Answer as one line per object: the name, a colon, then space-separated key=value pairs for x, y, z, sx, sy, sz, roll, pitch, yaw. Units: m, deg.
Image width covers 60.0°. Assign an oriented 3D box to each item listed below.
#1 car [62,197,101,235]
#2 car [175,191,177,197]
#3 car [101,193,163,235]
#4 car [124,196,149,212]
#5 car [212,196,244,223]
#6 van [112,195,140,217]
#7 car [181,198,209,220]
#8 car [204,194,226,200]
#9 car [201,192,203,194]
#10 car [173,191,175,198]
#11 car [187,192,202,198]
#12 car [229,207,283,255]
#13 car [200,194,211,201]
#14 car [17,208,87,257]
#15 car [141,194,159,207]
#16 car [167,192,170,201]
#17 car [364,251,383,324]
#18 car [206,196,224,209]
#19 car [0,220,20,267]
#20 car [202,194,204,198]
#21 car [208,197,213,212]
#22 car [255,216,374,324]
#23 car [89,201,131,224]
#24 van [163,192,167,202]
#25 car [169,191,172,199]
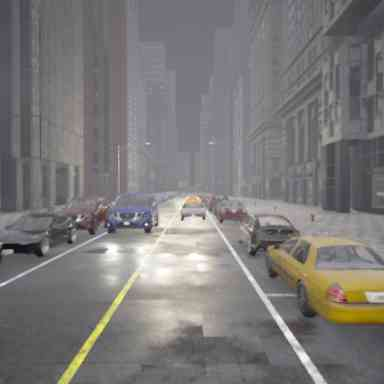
car: x=-5.766 y=1.200 z=18.239 sx=2.192 sy=1.841 sz=5.009 roll=0 pitch=0 yaw=0
car: x=-5.767 y=0.790 z=85.878 sx=2.192 sy=1.841 sz=5.009 roll=0 pitch=0 yaw=0
car: x=-3.096 y=1.104 z=18.528 sx=2.150 sy=2.045 sz=5.566 roll=0 pitch=0 yaw=0
car: x=-5.766 y=1.220 z=35.150 sx=1.967 sy=1.590 sz=4.097 roll=0 pitch=0 yaw=0
car: x=2.760 y=1.290 z=23.886 sx=1.967 sy=1.590 sz=4.097 roll=0 pitch=0 yaw=0
van: x=-5.766 y=1.156 z=29.513 sx=1.690 sy=1.788 sz=3.998 roll=0 pitch=0 yaw=0
car: x=0.101 y=1.435 z=26.441 sx=1.895 sy=1.301 sz=4.718 roll=0 pitch=0 yaw=0
car: x=2.759 y=1.095 z=35.159 sx=2.192 sy=1.841 sz=5.009 roll=0 pitch=0 yaw=0
car: x=2.759 y=1.080 z=57.704 sx=1.967 sy=1.590 sz=4.097 roll=0 pitch=0 yaw=0
car: x=-5.767 y=0.948 z=80.242 sx=1.967 sy=1.590 sz=4.097 roll=0 pitch=0 yaw=0
car: x=0.067 y=1.192 z=45.731 sx=1.882 sy=1.535 sz=5.008 roll=0 pitch=1 yaw=0
car: x=2.760 y=1.471 z=12.615 sx=2.008 sy=1.369 sz=4.403 roll=0 pitch=0 yaw=0
car: x=2.759 y=1.138 z=68.977 sx=1.947 sy=1.339 sz=4.313 roll=0 pitch=0 yaw=0
car: x=-5.765 y=1.486 z=12.604 sx=1.947 sy=1.339 sz=4.313 roll=0 pitch=0 yaw=0
car: x=-5.766 y=1.150 z=46.424 sx=1.967 sy=1.590 sz=4.097 roll=0 pitch=0 yaw=0
car: x=-5.766 y=1.132 z=63.164 sx=1.752 sy=1.417 sz=4.829 roll=0 pitch=0 yaw=0
car: x=2.760 y=1.431 z=1.342 sx=1.967 sy=1.590 sz=4.097 roll=0 pitch=0 yaw=0
car: x=2.760 y=1.290 z=40.797 sx=1.887 sy=1.381 sz=4.507 roll=0 pitch=0 yaw=0
car: x=-5.765 y=1.522 z=6.968 sx=1.947 sy=1.339 sz=4.313 roll=0 pitch=0 yaw=0
car: x=2.760 y=1.276 z=46.433 sx=1.947 sy=1.339 sz=4.313 roll=0 pitch=0 yaw=0
car: x=2.760 y=1.381 z=29.524 sx=1.947 sy=1.339 sz=4.313 roll=0 pitch=0 yaw=0
car: x=2.760 y=1.480 z=7.149 sx=1.752 sy=1.417 sz=4.829 roll=0 pitch=0 yaw=0
car: x=-5.765 y=1.395 z=23.878 sx=1.887 sy=1.381 sz=4.507 roll=0 pitch=0 yaw=0
van: x=-5.766 y=0.981 z=57.696 sx=1.690 sy=1.788 sz=3.998 roll=0 pitch=0 yaw=0
car: x=-5.766 y=1.123 z=68.970 sx=2.008 sy=1.369 sz=4.403 roll=0 pitch=0 yaw=0
